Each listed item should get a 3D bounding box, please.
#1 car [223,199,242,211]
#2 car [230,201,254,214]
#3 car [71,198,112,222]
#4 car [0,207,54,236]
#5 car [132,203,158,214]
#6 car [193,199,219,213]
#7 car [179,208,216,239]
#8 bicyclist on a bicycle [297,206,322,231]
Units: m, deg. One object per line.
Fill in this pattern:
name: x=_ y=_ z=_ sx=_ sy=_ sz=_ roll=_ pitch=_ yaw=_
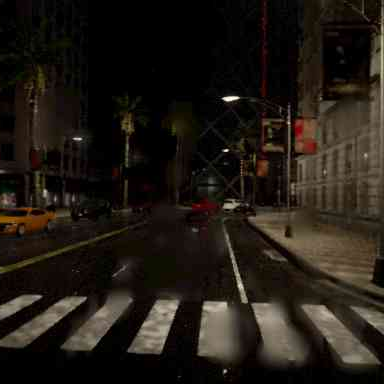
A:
car: x=7.627 y=2.308 z=56.820 sx=2.150 sy=2.045 sz=5.566 roll=0 pitch=-1 yaw=42
car: x=7.914 y=2.550 z=50.755 sx=1.994 sy=1.385 sz=4.181 roll=0 pitch=-1 yaw=32
car: x=-9.378 y=1.646 z=31.528 sx=2.150 sy=2.045 sz=5.566 roll=1 pitch=-1 yaw=6
car: x=-10.294 y=1.699 z=20.264 sx=1.882 sy=1.535 sz=5.008 roll=1 pitch=-1 yaw=4
car: x=-6.442 y=2.187 z=45.655 sx=1.882 sy=1.535 sz=5.008 roll=0 pitch=-1 yaw=20
car: x=2.066 y=2.077 z=47.675 sx=2.150 sy=2.045 sz=5.566 roll=0 pitch=-1 yaw=26
car: x=0.336 y=1.872 z=19.429 sx=1.812 sy=1.442 sz=4.674 roll=1 pitch=-1 yaw=4
bicyclist on a bicycle: x=7.853 y=1.795 z=22.281 sx=1.656 sy=1.620 sz=0.582 roll=0 pitch=-1 yaw=4
